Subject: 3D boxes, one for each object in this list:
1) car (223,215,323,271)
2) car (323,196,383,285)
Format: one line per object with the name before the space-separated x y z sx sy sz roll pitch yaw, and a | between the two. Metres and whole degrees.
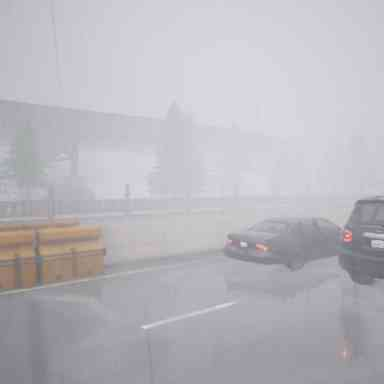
car | 3.479 1.461 10.607 5.357 1.411 2.033 -1 0 -35
car | 5.826 1.124 7.977 5.566 2.045 2.150 1 0 -35
